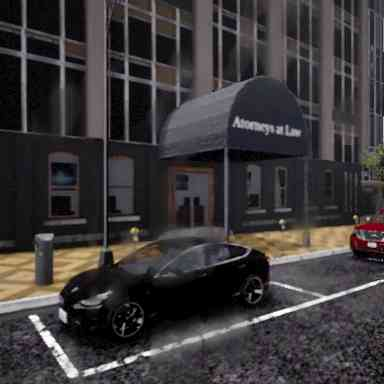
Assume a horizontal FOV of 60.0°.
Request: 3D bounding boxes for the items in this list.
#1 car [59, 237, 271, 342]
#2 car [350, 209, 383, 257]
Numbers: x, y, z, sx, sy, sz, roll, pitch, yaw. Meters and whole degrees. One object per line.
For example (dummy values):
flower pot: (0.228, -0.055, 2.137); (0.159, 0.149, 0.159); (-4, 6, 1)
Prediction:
car: (-0.284, 1.612, 6.564); (4.313, 1.339, 1.947); (1, -1, -36)
car: (8.073, 1.491, 12.662); (5.009, 1.841, 2.192); (1, -1, -36)
